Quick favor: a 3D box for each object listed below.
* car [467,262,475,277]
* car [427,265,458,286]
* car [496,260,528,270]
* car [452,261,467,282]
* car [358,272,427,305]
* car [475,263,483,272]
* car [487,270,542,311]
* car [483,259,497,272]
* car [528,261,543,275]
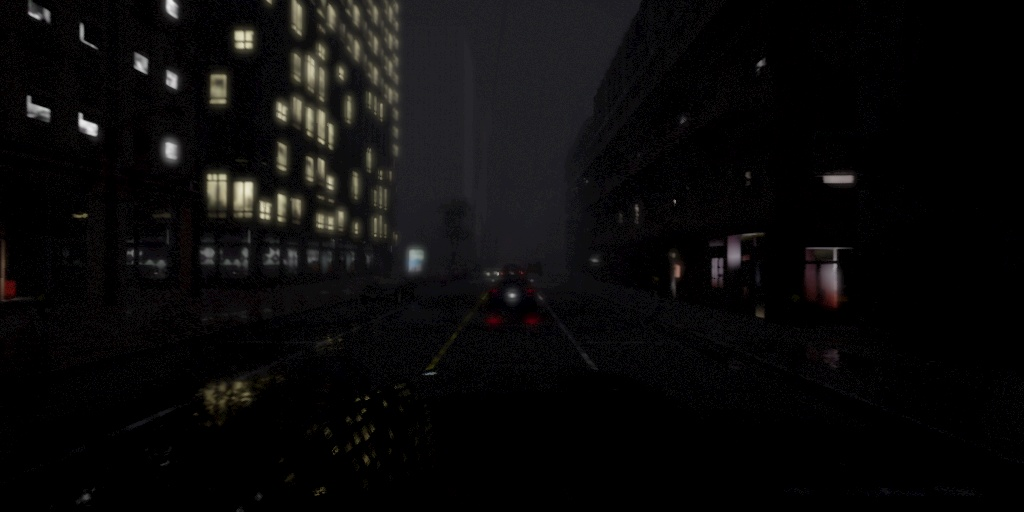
[{"bbox_3d":[-5.683,1.474,39.108,2.192,1.841,5.009,0,0,0],"label":"car"},{"bbox_3d":[-5.686,1.618,28.006,1.802,1.307,4.207,0,0,0],"label":"car"},{"bbox_3d":[0.022,1.412,30.253,2.097,1.767,4.553,0,-1,0],"label":"car"},{"bbox_3d":[-5.685,1.537,33.557,1.967,1.591,4.097,0,0,0],"label":"car"},{"bbox_3d":[-5.688,1.466,16.905,2.007,1.370,4.403,0,0,0],"label":"car"},{"bbox_3d":[-5.678,1.974,61.310,1.948,1.339,4.313,0,0,0],"label":"car"},{"bbox_3d":[0.020,1.462,15.341,1.994,1.385,4.181,0,-1,0],"label":"car"},{"bbox_3d":[-3.053,1.606,59.743,2.150,2.045,5.566,0,0,1],"label":"car"},{"bbox_3d":[2.698,1.536,44.657,2.192,1.841,5.009,0,0,0],"label":"car"}]
